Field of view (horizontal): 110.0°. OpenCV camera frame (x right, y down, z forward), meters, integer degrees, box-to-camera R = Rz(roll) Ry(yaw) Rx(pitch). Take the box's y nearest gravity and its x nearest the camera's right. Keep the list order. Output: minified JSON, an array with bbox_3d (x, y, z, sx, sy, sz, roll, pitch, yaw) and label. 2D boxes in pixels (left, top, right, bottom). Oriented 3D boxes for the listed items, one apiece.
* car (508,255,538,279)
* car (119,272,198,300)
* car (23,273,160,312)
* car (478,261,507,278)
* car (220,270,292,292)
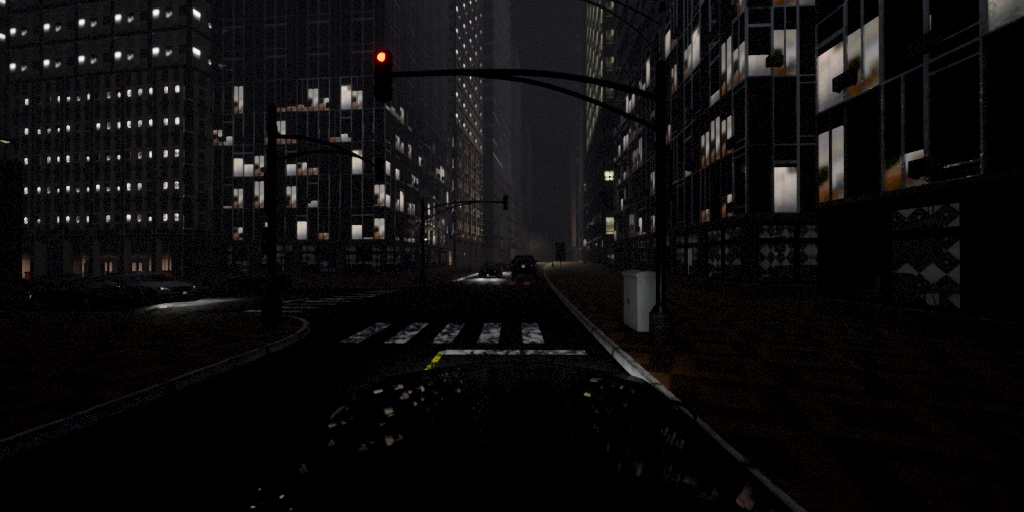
[{"bbox_3d":[1.144,0.954,32.522,2.150,2.045,5.566,0,0,4],"label":"car"},{"bbox_3d":[-18.398,1.566,17.995,4.674,1.442,1.812,-1,0,9],"label":"car"},{"bbox_3d":[-18.130,1.566,15.327,4.403,1.370,2.007,0,0,9],"label":"car"},{"bbox_3d":[-1.946,1.279,34.256,2.033,1.411,5.357,0,0,4],"label":"car"},{"bbox_3d":[-16.819,1.608,23.605,4.403,1.370,2.007,0,0,9],"label":"car"}]
